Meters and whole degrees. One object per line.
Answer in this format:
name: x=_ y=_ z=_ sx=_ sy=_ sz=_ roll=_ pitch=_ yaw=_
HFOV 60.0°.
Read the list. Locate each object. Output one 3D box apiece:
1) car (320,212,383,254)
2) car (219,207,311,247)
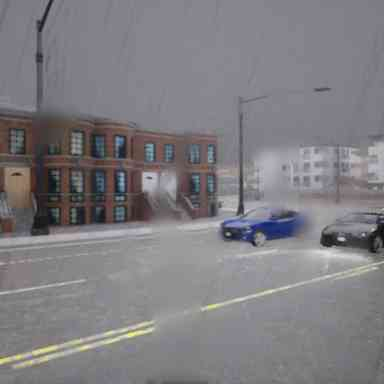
car: x=6.982 y=1.534 z=13.485 sx=4.181 sy=1.385 sz=1.994 roll=0 pitch=0 yaw=-41
car: x=3.424 y=1.451 z=15.116 sx=5.008 sy=1.535 sz=1.882 roll=0 pitch=0 yaw=-39
